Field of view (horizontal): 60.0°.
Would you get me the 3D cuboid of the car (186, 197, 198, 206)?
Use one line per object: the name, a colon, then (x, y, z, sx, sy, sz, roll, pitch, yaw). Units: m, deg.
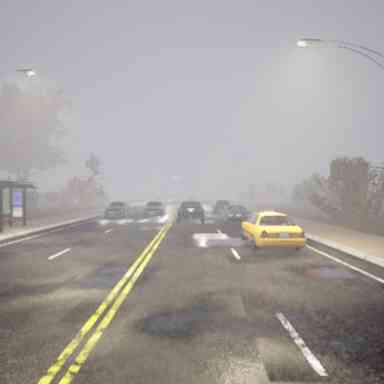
car: (-0.029, 1.671, 57.745, 2.033, 1.411, 5.357, 0, 0, 1)

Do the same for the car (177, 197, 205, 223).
car: (-0.084, 1.420, 26.754, 2.097, 1.767, 4.553, 0, 0, 0)

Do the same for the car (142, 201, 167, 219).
car: (-3.408, 1.582, 30.656, 1.837, 1.490, 4.892, 0, 0, 0)

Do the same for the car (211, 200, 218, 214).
car: (3.180, 1.591, 36.018, 1.837, 1.490, 4.892, 0, 0, 0)

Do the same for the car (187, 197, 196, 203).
car: (-0.150, 1.743, 75.080, 1.895, 1.301, 4.718, 0, 0, 0)

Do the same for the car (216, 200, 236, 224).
car: (3.203, 1.612, 25.018, 2.033, 1.411, 5.357, 0, 0, 0)

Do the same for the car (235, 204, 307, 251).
car: (3.225, 1.495, 14.207, 1.801, 1.575, 5.366, 0, 0, 0)

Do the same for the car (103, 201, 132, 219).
car: (-6.657, 1.581, 30.252, 1.837, 1.490, 4.892, 0, 0, 0)
